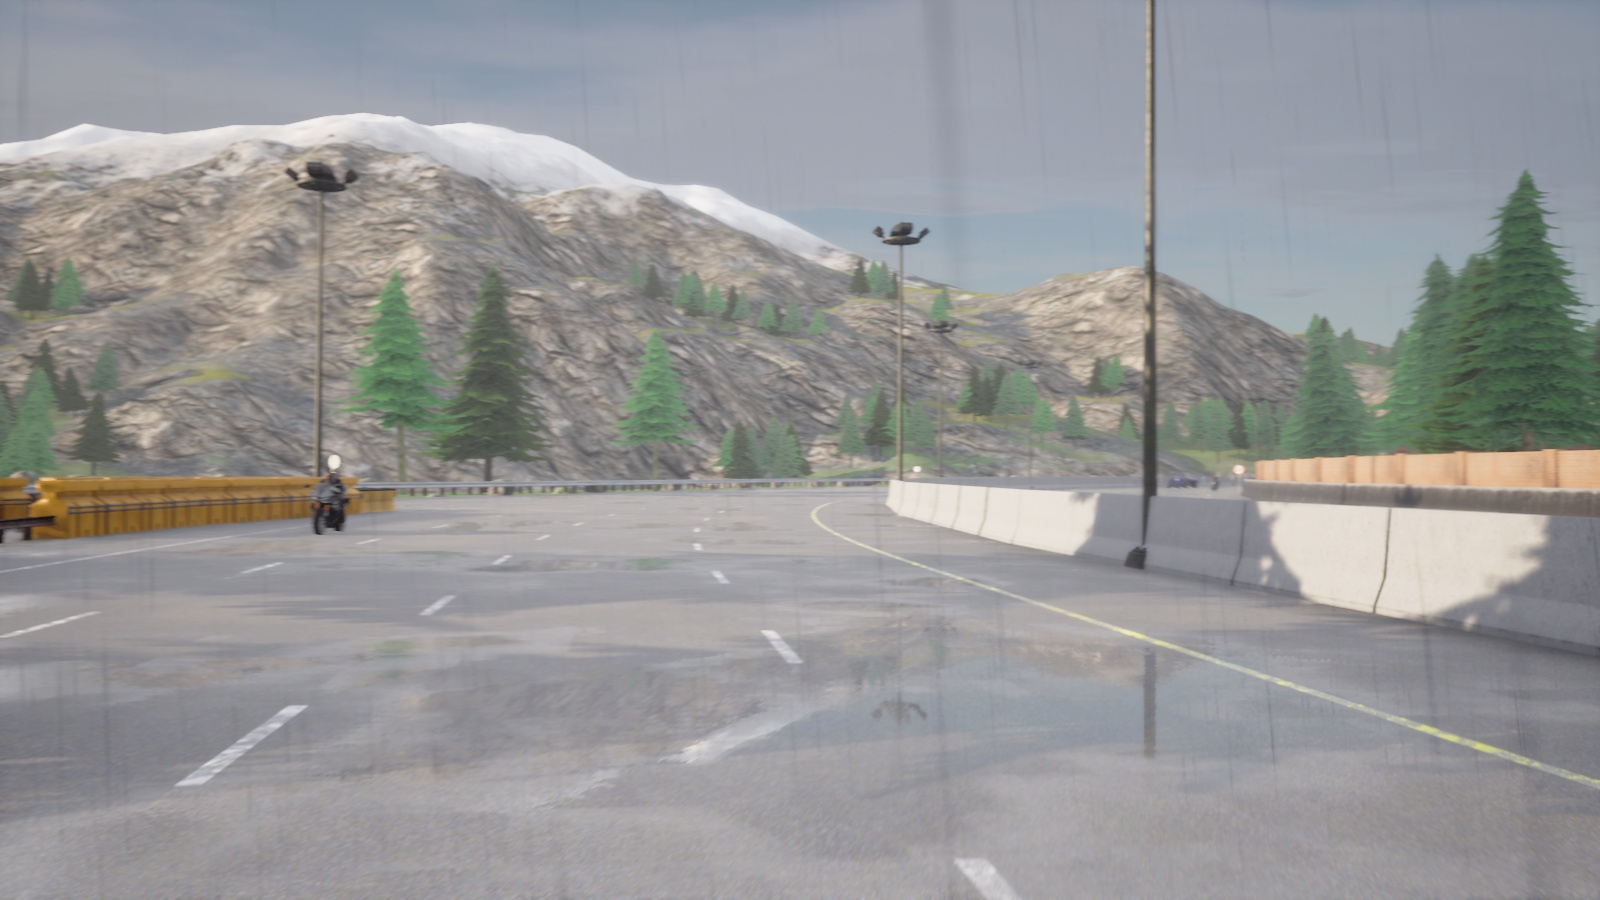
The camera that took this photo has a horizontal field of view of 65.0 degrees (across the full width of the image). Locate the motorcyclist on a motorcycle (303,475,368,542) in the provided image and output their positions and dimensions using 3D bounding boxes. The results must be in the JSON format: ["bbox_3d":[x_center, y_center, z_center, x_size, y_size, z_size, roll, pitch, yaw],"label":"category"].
[{"bbox_3d":[-11.109,1.374,30.089,0.866,1.530,2.191,0,-1,-4],"label":"motorcyclist on a motorcycle"}]
